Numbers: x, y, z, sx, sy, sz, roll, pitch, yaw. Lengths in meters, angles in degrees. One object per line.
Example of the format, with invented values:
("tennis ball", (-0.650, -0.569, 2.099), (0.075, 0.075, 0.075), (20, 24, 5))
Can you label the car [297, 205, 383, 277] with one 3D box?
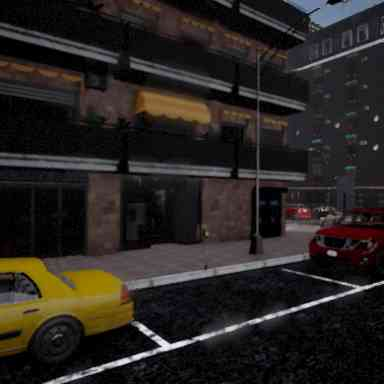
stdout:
("car", (5.999, 1.437, 10.841), (5.009, 1.841, 2.192), (1, 0, -36))

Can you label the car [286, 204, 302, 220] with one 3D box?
("car", (10.621, 2.101, 36.578), (2.097, 1.767, 4.553), (1, -2, -36))

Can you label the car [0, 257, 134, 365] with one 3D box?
("car", (-3.174, 1.523, 4.295), (4.829, 1.417, 1.752), (1, 0, -36))

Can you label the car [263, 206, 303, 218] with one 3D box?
("car", (11.066, 2.404, 40.753), (2.008, 1.369, 4.403), (-1, -1, -36))

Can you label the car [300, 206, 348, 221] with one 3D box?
("car", (14.294, 2.297, 36.263), (2.008, 1.369, 4.403), (-1, -1, -36))
